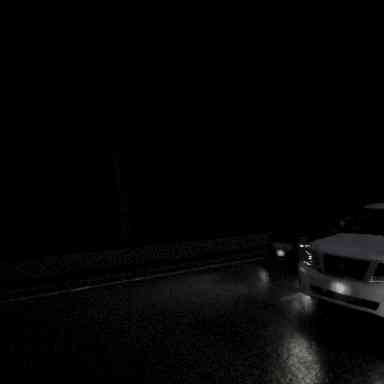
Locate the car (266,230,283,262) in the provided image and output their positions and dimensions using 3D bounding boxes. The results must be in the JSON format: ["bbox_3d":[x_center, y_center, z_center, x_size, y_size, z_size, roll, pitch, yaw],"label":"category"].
[{"bbox_3d":[4.522,1.472,10.904,4.902,1.511,2.128,0,0,-35],"label":"car"}]

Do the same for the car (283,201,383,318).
[{"bbox_3d":[4.653,1.206,7.005,5.566,2.045,2.150,0,0,-35],"label":"car"}]
